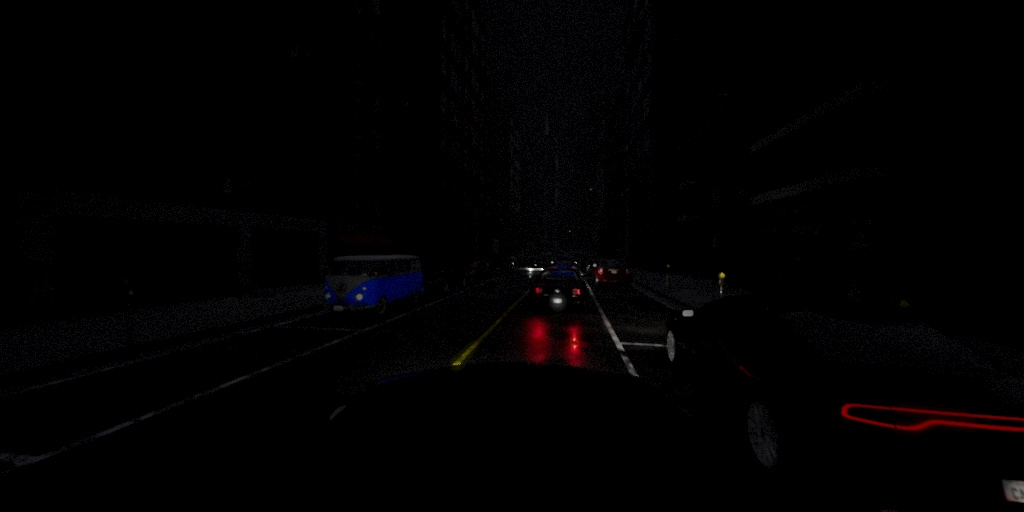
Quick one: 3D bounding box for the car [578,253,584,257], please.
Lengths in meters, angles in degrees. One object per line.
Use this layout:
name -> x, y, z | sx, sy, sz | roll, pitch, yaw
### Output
car -> 9.255, 0.584, 42.976 | 1.948, 1.339, 4.313 | 0, 0, 9

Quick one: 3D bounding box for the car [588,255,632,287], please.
car -> 5.805, 0.855, 21.247 | 1.967, 1.591, 4.097 | 0, 0, 9

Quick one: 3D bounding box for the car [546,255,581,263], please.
car -> 3.787, 0.864, 26.063 | 1.994, 1.385, 4.181 | 1, 1, 9

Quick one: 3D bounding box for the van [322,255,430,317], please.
van -> -4.340, 0.847, 11.717 | 1.690, 1.789, 3.998 | 0, 0, 9

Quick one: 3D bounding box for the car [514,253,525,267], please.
car -> -0.027, 0.590, 38.879 | 1.802, 1.307, 4.207 | 0, 0, 9

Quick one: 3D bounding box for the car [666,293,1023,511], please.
car -> 3.451, 1.203, 4.568 | 1.882, 1.535, 5.008 | 1, 1, 9

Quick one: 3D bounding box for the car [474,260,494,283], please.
car -> -2.615, 0.888, 22.582 | 1.802, 1.307, 4.207 | 0, 0, 9

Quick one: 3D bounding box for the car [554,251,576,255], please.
car -> 6.337, 0.472, 42.752 | 1.882, 1.535, 5.008 | 1, 1, 9

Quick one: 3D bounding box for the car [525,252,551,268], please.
car -> 2.923, 0.550, 40.631 | 2.033, 1.411, 5.357 | 1, 1, 9

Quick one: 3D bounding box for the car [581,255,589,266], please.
car -> 7.530, 0.766, 32.112 | 2.007, 1.370, 4.403 | 0, 0, 9

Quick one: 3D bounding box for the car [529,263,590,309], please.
car -> 1.844, 1.125, 13.821 | 1.895, 1.301, 4.718 | 1, 1, 9

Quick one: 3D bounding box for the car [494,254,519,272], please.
car -> -0.889, 0.673, 33.447 | 1.948, 1.339, 4.313 | 0, 0, 9

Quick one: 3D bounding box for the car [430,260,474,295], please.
car -> -3.477, 0.972, 17.150 | 1.948, 1.339, 4.313 | 0, 0, 9
